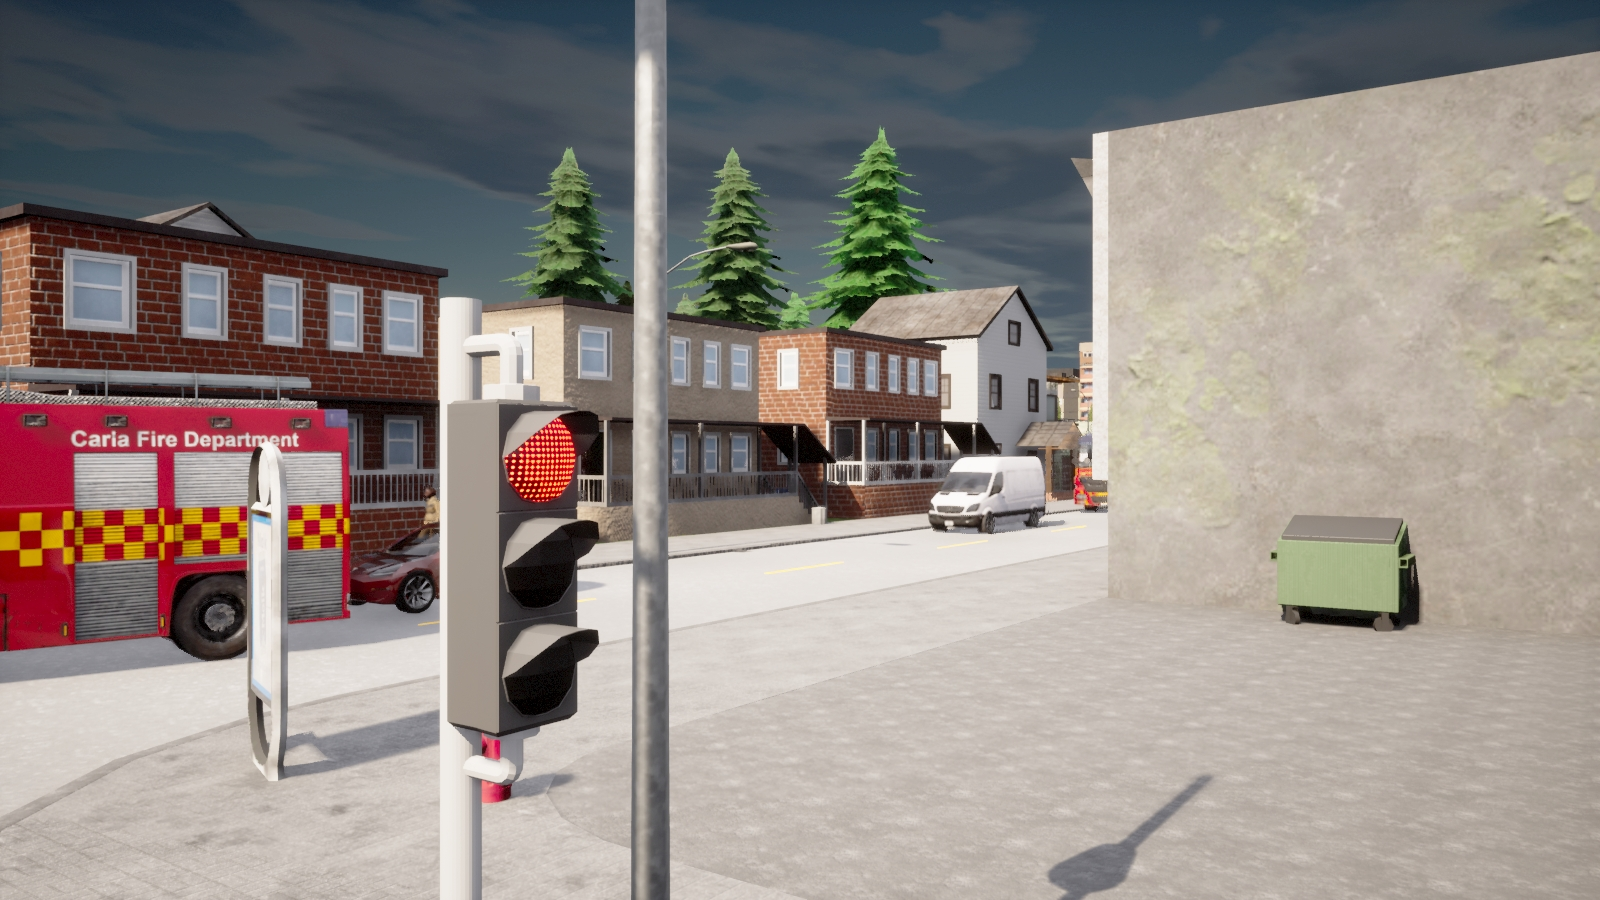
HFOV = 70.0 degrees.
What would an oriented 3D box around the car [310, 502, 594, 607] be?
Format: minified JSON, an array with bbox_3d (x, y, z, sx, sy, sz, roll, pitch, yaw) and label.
[{"bbox_3d":[-6.355,1.835,21.416,2.163,1.488,4.792,0,0,35],"label":"car"}]

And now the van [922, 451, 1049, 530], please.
[{"bbox_3d":[6.558,1.307,39.830,1.988,2.561,5.915,0,0,35],"label":"van"}]

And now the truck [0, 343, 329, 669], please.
[{"bbox_3d":[-10.718,0.661,14.231,8.468,3.827,2.891,0,0,-40],"label":"truck"}]

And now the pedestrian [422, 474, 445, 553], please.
[{"bbox_3d":[-8.724,1.506,27.176,0.375,1.860,0.375,0,0,38],"label":"pedestrian"}]

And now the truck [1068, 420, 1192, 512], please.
[{"bbox_3d":[15.215,0.663,52.177,2.891,3.827,8.468,0,0,35],"label":"truck"}]
